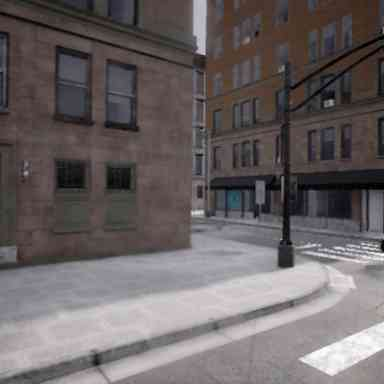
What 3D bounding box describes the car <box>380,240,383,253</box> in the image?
[{"bbox_3d":[8.073,1.732,9.213,1.895,1.301,4.718,1,0,-36],"label":"car"}]
